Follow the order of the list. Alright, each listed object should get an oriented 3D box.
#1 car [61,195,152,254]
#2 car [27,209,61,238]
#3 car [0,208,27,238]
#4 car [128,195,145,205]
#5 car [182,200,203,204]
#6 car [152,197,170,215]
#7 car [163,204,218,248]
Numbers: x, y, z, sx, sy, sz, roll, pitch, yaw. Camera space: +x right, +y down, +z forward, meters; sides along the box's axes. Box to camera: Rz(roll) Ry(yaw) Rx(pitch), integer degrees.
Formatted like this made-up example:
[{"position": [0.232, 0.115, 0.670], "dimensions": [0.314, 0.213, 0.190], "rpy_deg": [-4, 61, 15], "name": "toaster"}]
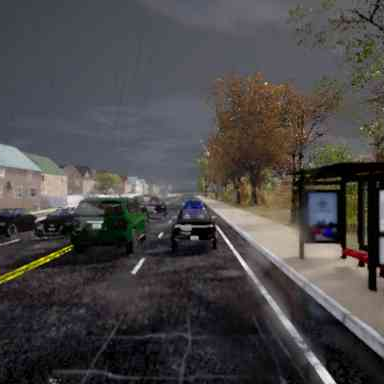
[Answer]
[{"position": [-3.156, 1.222, 13.697], "dimensions": [2.150, 2.045, 5.566], "rpy_deg": [0, 0, 0], "name": "car"}, {"position": [-6.607, 1.565, 17.678], "dimensions": [1.994, 1.385, 4.181], "rpy_deg": [0, 0, 0], "name": "car"}, {"position": [-9.856, 1.566, 17.672], "dimensions": [1.994, 1.385, 4.181], "rpy_deg": [0, 0, 0], "name": "car"}, {"position": [-9.815, 1.385, 58.999], "dimensions": [2.097, 1.767, 4.553], "rpy_deg": [0, 0, 0], "name": "car"}, {"position": [0.085, 1.487, 32.780], "dimensions": [1.882, 1.535, 5.008], "rpy_deg": [0, 0, 0], "name": "car"}, {"position": [-3.163, 1.499, 31.081], "dimensions": [2.128, 1.511, 4.902], "rpy_deg": [0, 0, 0], "name": "car"}, {"position": [0.095, 1.492, 14.808], "dimensions": [2.128, 1.511, 4.902], "rpy_deg": [0, 0, 0], "name": "car"}]
